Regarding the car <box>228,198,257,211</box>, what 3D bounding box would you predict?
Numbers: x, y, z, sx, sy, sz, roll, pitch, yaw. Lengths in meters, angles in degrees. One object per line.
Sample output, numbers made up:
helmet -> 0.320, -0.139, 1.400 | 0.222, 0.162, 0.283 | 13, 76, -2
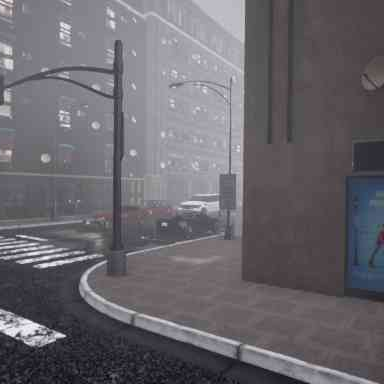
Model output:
car -> 6.228, 1.484, 40.589 | 1.802, 1.307, 4.206 | 1, 1, 35

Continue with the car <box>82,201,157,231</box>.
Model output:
car -> -4.586, 1.487, 20.843 | 1.812, 1.442, 4.674 | 1, 1, 35

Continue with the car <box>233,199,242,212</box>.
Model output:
car -> 3.027, 1.224, 36.009 | 2.192, 1.841, 5.009 | 1, 1, 35

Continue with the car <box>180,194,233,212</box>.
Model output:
car -> 1.081, 1.172, 28.932 | 2.150, 2.045, 5.566 | 1, 1, 35

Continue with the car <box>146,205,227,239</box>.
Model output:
car -> -0.134, 1.599, 17.759 | 1.947, 1.339, 4.313 | 1, 1, 35

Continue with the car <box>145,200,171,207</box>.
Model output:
car -> -3.383, 1.363, 26.854 | 1.967, 1.590, 4.097 | 1, 1, 35
